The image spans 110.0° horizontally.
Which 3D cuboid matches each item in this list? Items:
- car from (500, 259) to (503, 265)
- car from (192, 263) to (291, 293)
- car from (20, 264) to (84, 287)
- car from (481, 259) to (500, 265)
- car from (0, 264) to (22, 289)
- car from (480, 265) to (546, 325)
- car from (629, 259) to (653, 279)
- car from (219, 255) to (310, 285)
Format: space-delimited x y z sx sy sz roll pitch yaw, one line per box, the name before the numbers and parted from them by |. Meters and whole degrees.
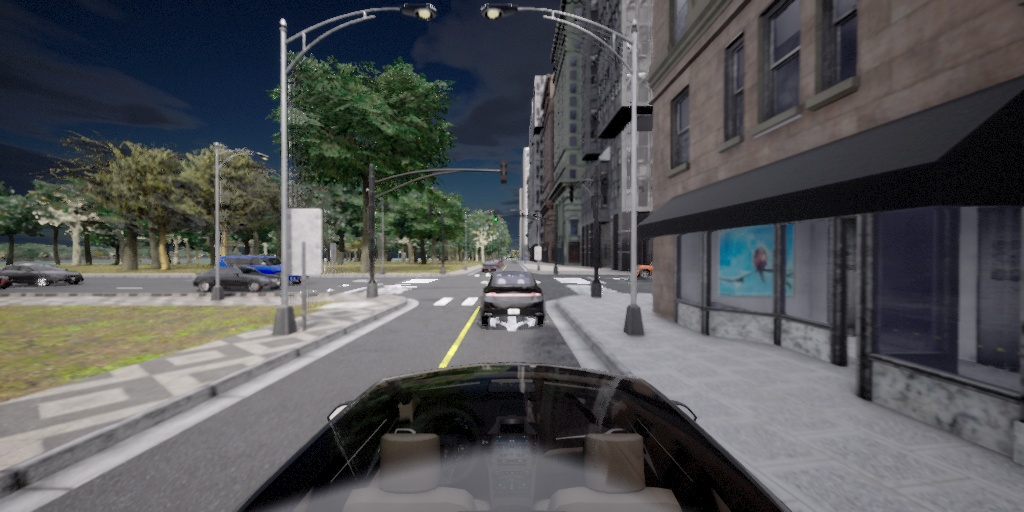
car | -2.771 1.288 56.409 1.812 1.442 4.674 0 0 0
car | -15.892 1.317 20.880 4.674 1.442 1.812 0 1 1
car | -31.975 1.282 24.150 4.892 1.490 1.837 0 1 0
car | -2.845 1.297 44.885 2.033 1.411 5.357 0 0 -3
car | -32.206 1.371 20.902 4.181 1.385 1.994 0 1 0
car | -0.023 1.230 11.726 2.128 1.511 4.902 0 0 -2
car | 12.466 1.035 30.866 4.553 1.767 2.097 0 1 1
car | -16.772 0.985 24.155 5.566 2.045 2.150 0 1 0
